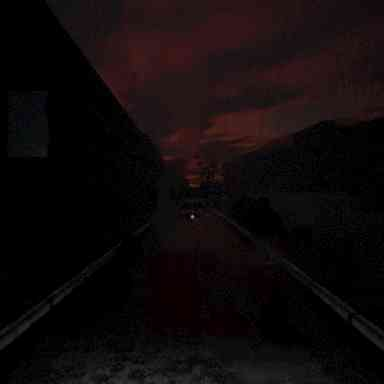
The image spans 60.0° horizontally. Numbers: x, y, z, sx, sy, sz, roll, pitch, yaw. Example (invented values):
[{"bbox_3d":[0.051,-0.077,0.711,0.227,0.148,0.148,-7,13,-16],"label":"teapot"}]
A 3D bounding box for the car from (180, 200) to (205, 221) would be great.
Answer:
[{"bbox_3d":[0.047,1.559,26.839,1.895,1.301,4.718,0,0,0],"label":"car"}]

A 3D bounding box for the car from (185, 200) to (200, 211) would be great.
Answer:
[{"bbox_3d":[0.071,1.774,44.206,1.812,1.442,4.674,0,-2,0],"label":"car"}]
